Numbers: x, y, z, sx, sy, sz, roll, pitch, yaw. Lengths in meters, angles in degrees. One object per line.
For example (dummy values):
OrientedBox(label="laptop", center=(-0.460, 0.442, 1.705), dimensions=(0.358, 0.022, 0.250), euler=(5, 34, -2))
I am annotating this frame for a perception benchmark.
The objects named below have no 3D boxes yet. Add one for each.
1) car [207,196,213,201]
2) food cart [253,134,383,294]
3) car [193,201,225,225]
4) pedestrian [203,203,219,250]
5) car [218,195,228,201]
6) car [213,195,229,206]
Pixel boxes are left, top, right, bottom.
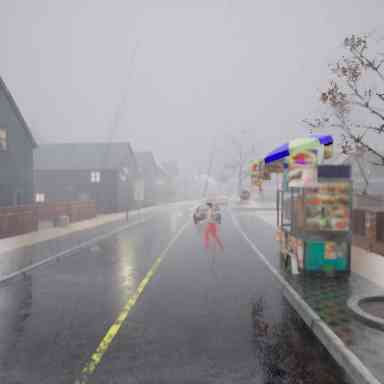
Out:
OrientedBox(label="car", center=(4.063, 1.412, 64.736), dimensions=(2.033, 1.411, 5.357), euler=(0, 0, 12))
OrientedBox(label="food cart", center=(3.296, 0.448, 9.789), dimensions=(2.280, 3.560, 4.660), euler=(1, 1, 2))
OrientedBox(label="car", center=(1.197, 1.554, 23.776), dimensions=(1.895, 1.301, 4.718), euler=(0, 0, 5))
OrientedBox(label="pedestrian", center=(0.714, 1.270, 12.390), dimensions=(0.375, 1.860, 0.375), euler=(-1, 1, 4))
OrientedBox(label="car", center=(7.552, 1.344, 80.220), dimensions=(1.895, 1.301, 4.718), euler=(0, 0, 14))
OrientedBox(label="car", center=(4.876, 1.372, 52.971), dimensions=(1.882, 1.535, 5.008), euler=(0, 0, 9))
